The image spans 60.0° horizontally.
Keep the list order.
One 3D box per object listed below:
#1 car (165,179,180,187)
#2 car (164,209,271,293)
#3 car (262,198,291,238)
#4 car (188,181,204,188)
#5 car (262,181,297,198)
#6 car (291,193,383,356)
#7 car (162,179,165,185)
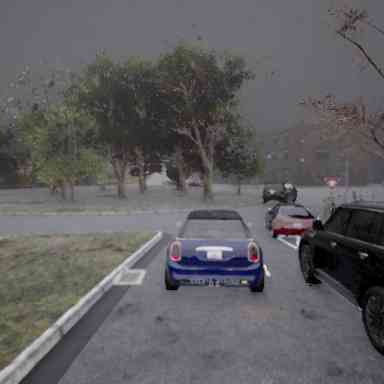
[{"bbox_3d":[-3.474,-1.772,66.232,1.837,1.490,4.892,-1,3,-14],"label":"car"},{"bbox_3d":[0.572,1.220,8.783,2.097,1.767,4.553,0,2,3],"label":"car"},{"bbox_3d":[4.513,1.227,15.448,1.994,1.385,4.181,0,2,7],"label":"car"},{"bbox_3d":[0.988,-1.442,61.903,1.895,1.301,4.718,-2,4,-27],"label":"car"},{"bbox_3d":[8.332,0.018,31.393,2.150,2.045,5.566,2,4,30],"label":"car"},{"bbox_3d":[3.635,1.155,5.984,2.150,2.045,5.566,0,1,3],"label":"car"},{"bbox_3d":[-6.484,-2.433,83.533,2.128,1.511,4.902,0,2,-5],"label":"car"}]
